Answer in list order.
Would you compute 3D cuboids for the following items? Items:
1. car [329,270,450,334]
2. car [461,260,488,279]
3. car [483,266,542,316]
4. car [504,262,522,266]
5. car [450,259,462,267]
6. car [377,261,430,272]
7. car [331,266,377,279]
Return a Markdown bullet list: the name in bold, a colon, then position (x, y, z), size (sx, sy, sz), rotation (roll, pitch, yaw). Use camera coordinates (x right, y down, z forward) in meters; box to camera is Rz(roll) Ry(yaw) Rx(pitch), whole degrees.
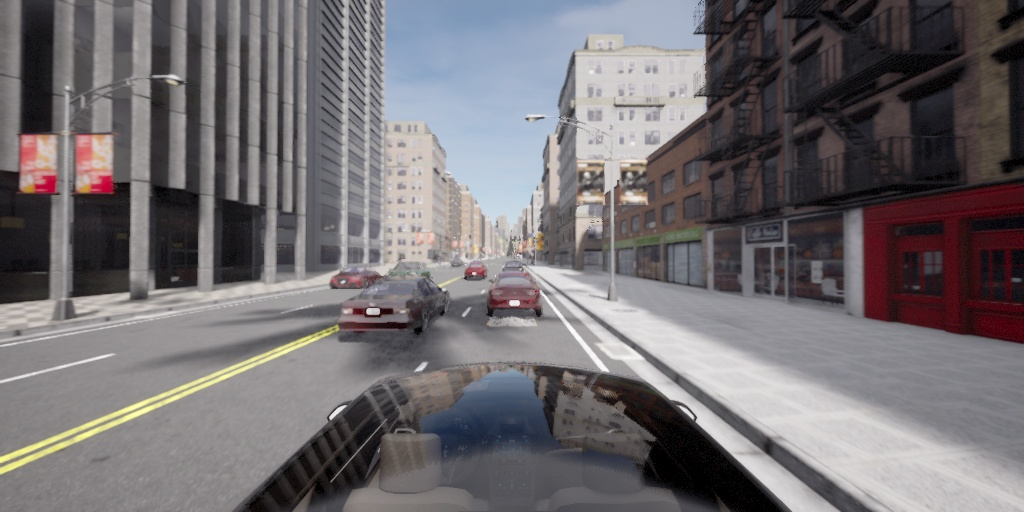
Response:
- **car**: position (-3.153, 1.306, 10.659), size (2.033, 1.411, 5.357), rotation (0, 0, 0)
- **car**: position (-3.154, 1.294, 32.198), size (1.812, 1.442, 4.674), rotation (0, 0, 0)
- **car**: position (0.086, 1.285, 13.365), size (1.812, 1.442, 4.674), rotation (0, 0, 0)
- **car**: position (0.095, 1.259, 31.185), size (2.128, 1.511, 4.902), rotation (0, 0, 0)
- **car**: position (-9.776, 1.298, 64.174), size (1.837, 1.490, 4.892), rotation (0, 0, 0)
- **car**: position (-6.601, 1.118, 22.939), size (2.097, 1.767, 4.553), rotation (0, 0, 0)
- **car**: position (-9.851, 1.330, 22.897), size (1.994, 1.385, 4.181), rotation (0, 0, 0)
